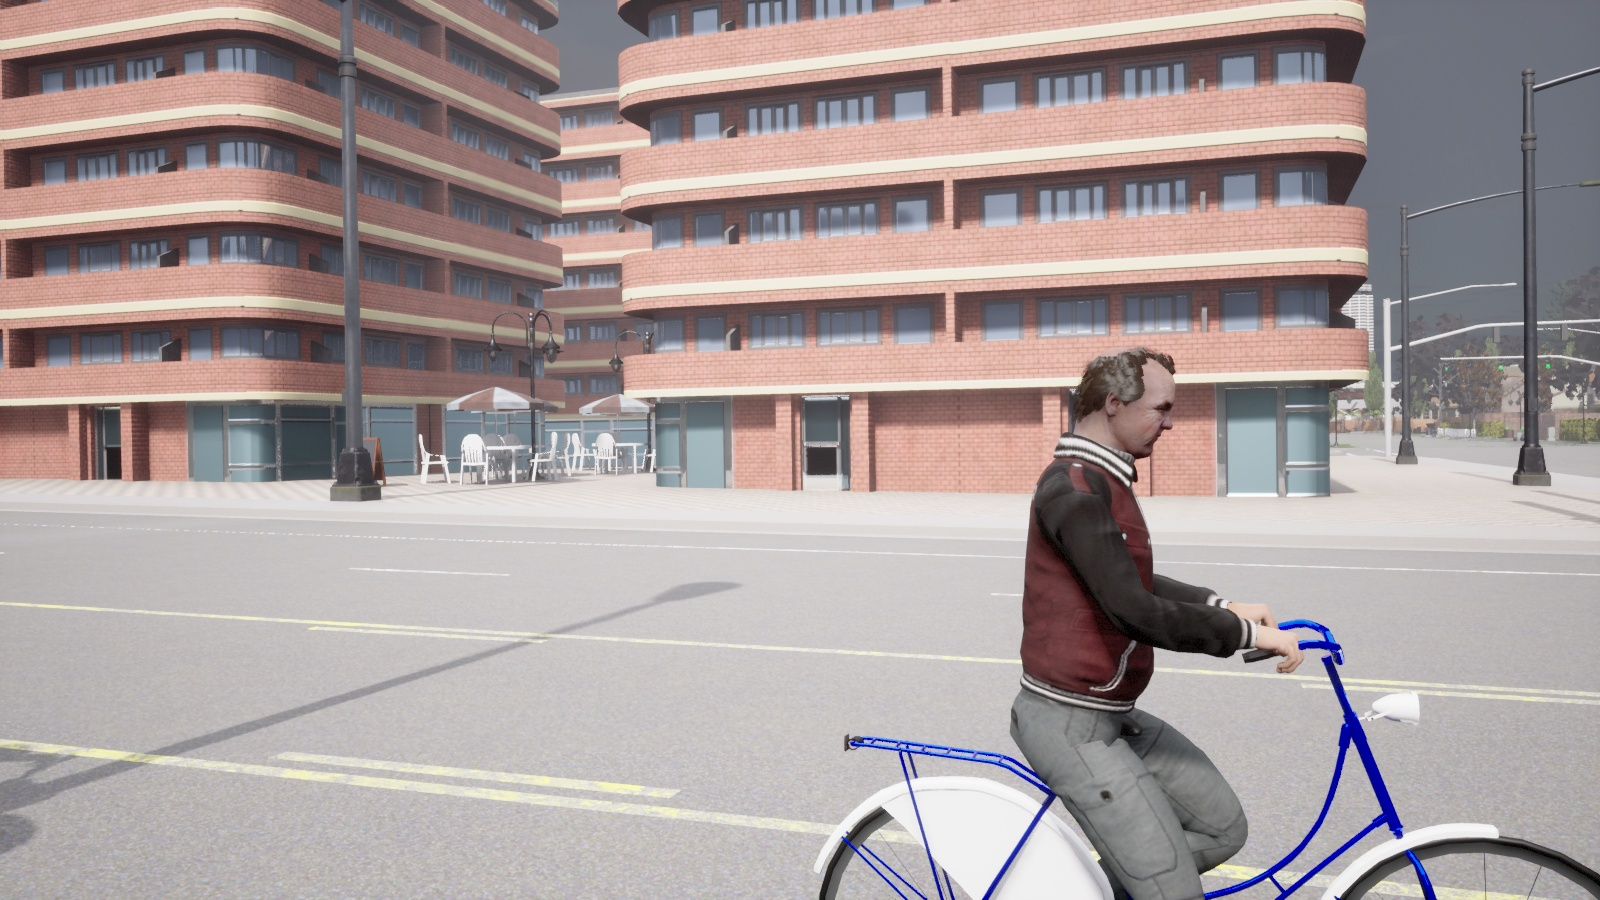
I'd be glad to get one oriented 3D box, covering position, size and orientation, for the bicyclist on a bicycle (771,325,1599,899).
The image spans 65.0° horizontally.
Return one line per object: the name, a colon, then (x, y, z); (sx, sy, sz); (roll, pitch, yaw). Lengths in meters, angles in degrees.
bicyclist on a bicycle: (0.914, 0.654, 2.814); (1.843, 1.776, 0.659); (0, 1, 18)
